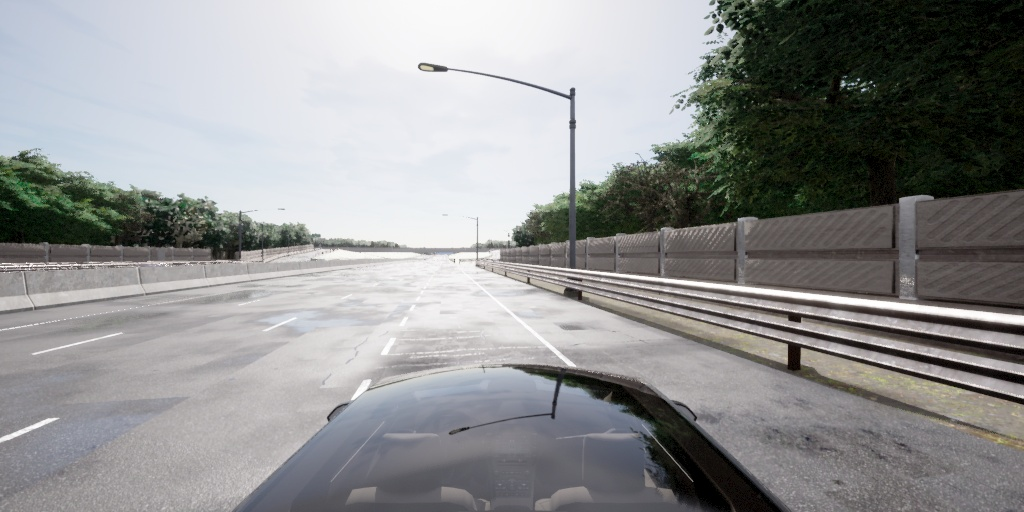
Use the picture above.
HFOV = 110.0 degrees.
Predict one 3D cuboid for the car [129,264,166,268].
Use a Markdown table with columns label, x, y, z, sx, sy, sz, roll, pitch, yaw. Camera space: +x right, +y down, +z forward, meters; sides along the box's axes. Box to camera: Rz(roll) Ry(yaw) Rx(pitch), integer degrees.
| label | x | y | z | sx | sy | sz | roll | pitch | yaw |
| --- | --- | --- | --- | --- | --- | --- | --- | --- | --- |
| car | -30.000 | 1.327 | 29.410 | 1.994 | 1.385 | 4.181 | 0 | 0 | -11 |
